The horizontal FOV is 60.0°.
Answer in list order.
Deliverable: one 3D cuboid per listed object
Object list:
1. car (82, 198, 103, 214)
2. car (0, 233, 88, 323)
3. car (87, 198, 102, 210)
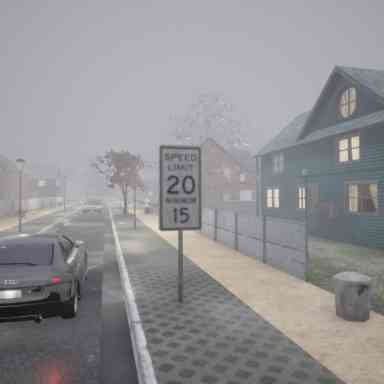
[{"bbox_3d":[-10.954,1.681,36.675,1.895,1.301,4.718,0,0,-14],"label":"car"},{"bbox_3d":[-3.357,1.576,7.155,1.994,1.385,4.181,0,0,-15],"label":"car"},{"bbox_3d":[-13.476,1.615,46.221,1.837,1.490,4.892,0,0,-14],"label":"car"}]
